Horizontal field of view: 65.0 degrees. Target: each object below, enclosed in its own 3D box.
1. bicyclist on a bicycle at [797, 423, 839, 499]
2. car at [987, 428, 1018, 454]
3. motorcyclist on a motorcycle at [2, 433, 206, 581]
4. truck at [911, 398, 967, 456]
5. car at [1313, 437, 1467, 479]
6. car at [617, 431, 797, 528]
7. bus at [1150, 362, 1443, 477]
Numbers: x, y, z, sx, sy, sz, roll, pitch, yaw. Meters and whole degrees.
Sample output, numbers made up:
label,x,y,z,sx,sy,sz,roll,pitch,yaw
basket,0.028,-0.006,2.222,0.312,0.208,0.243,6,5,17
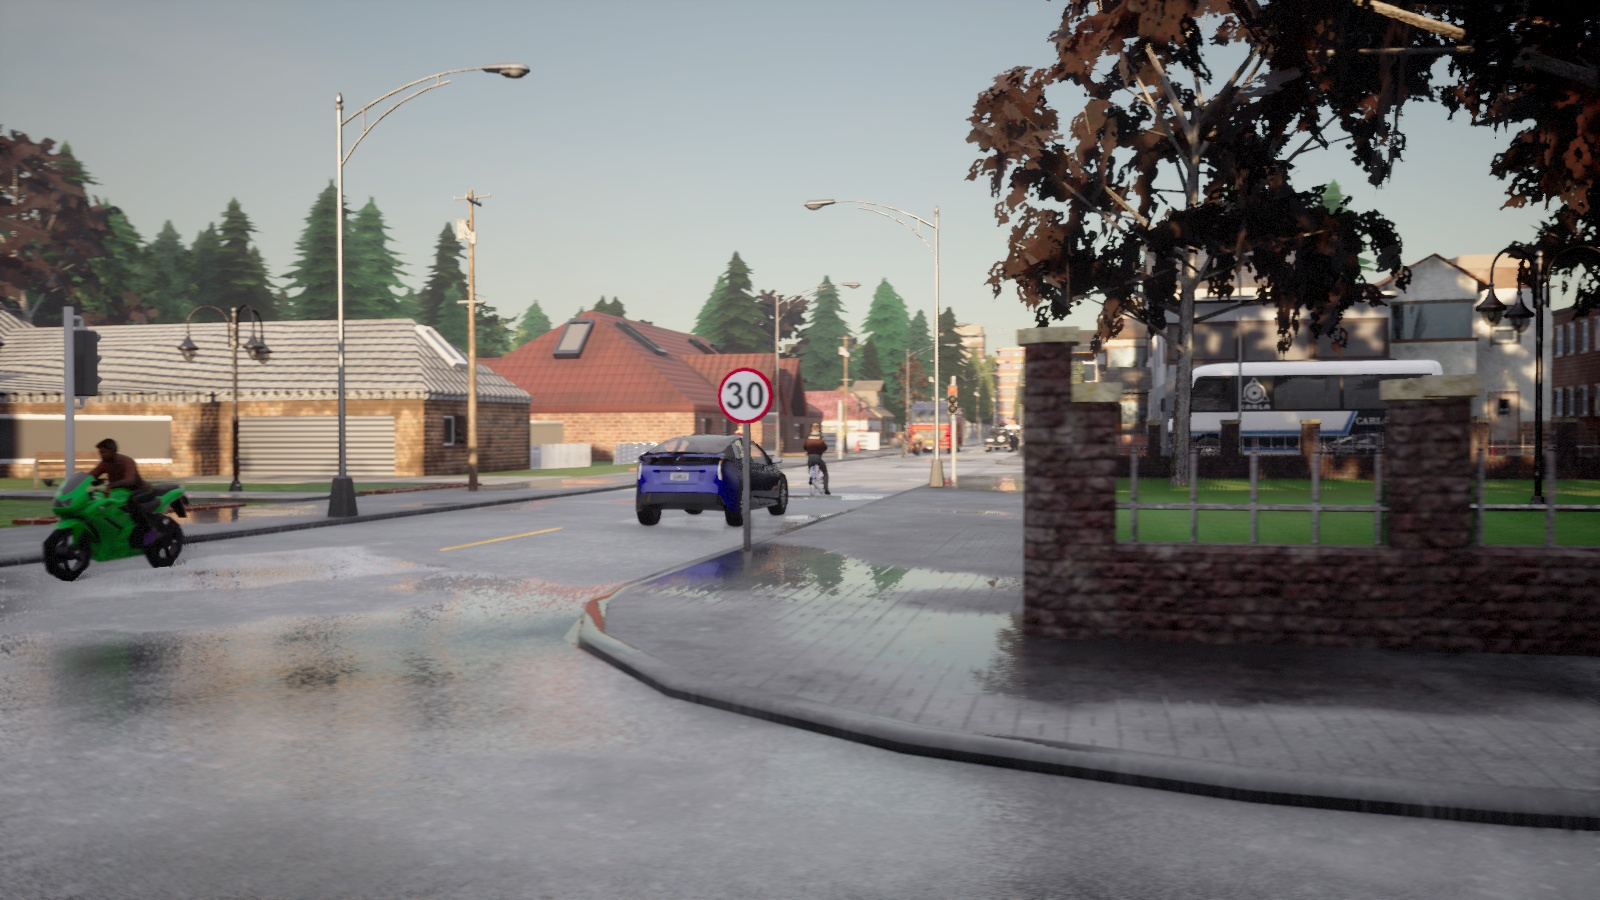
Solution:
label,x,y,z,sx,sy,sz,roll,pitch,yaw
bicyclist on a bicycle,0.448,0.245,30.619,0.659,1.776,1.843,0,1,12
car,14.880,-0.659,91.990,1.932,1.855,4.605,0,1,13
motorcyclist on a motorcycle,-7.654,0.571,13.950,0.797,1.523,2.044,0,1,14
truck,9.811,-1.602,87.892,2.891,3.827,8.468,0,1,13
car,21.072,0.272,44.990,4.674,1.442,1.812,0,1,10
car,-1.506,0.436,22.357,2.007,1.525,4.514,0,1,12
bus,19.249,-1.206,49.624,10.273,4.253,3.944,0,1,13
